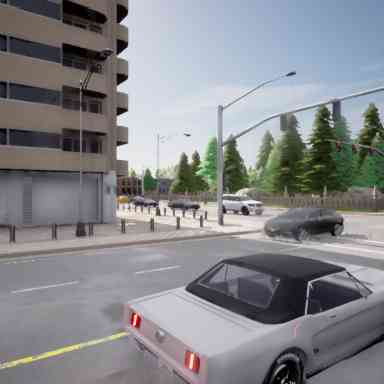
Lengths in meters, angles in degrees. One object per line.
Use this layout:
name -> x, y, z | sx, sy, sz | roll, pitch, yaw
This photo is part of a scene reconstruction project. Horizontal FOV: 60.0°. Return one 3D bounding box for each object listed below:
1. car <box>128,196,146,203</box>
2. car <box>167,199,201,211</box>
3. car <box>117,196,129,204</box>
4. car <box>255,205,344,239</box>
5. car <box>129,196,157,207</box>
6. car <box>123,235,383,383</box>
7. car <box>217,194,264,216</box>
car -> -11.592, 1.581, 69.539 | 1.812, 1.442, 4.674 | 0, 0, -36
car -> -1.136, 1.603, 42.699 | 2.033, 1.411, 5.357 | 0, 0, -36
car -> -14.208, 1.533, 67.189 | 1.882, 1.535, 5.008 | 0, 0, -36
car -> 5.656, 1.504, 16.599 | 4.892, 1.490, 1.837 | 0, 0, -35
car -> -7.268, 1.603, 51.256 | 2.033, 1.411, 5.357 | 0, 0, -36
car -> 1.537, 1.601, 4.875 | 4.718, 1.301, 1.895 | 0, 0, -35
car -> 4.931, 1.278, 34.273 | 2.150, 2.045, 5.566 | 0, 0, -36
